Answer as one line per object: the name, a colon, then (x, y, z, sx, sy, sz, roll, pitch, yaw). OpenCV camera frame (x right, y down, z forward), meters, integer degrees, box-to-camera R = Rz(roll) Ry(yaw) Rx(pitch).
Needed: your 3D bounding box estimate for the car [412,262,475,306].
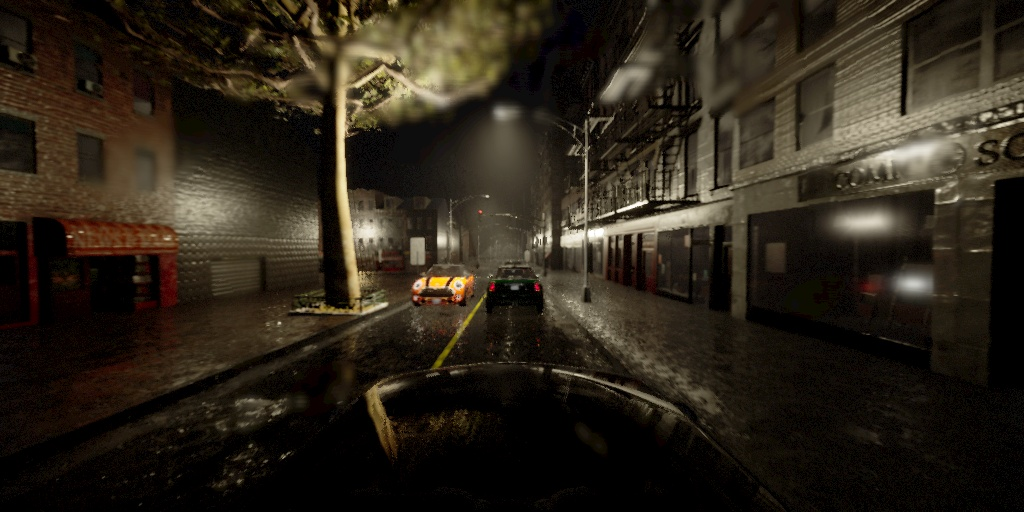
car: (-2.841, 1.128, 15.713, 2.097, 1.767, 4.553, 0, 0, 0)

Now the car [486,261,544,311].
car: (0.098, 1.126, 14.632, 2.097, 1.767, 4.553, 0, 0, 0)
